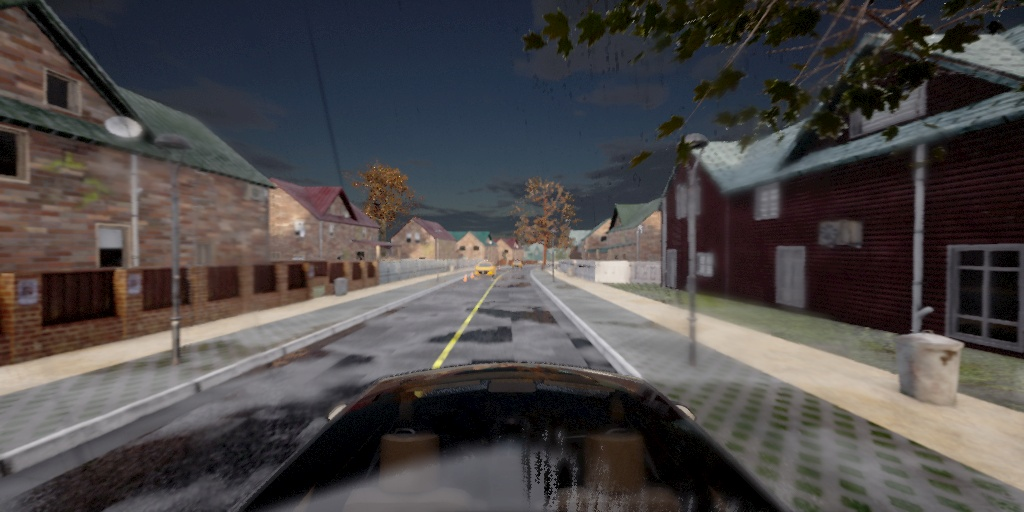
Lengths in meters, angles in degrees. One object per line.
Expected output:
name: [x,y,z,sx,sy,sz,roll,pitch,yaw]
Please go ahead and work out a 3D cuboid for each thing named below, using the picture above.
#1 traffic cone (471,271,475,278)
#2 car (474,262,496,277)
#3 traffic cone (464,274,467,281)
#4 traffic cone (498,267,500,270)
traffic cone: [-3.809,1.740,34.724,0.340,0.580,0.340,0,0,0]
car: [-2.676,1.332,36.624,1.882,1.535,5.008,0,0,2]
traffic cone: [-3.846,1.779,29.682,0.340,0.580,0.340,0,0,0]
traffic cone: [-2.129,1.979,59.911,0.340,0.580,0.340,0,0,7]
